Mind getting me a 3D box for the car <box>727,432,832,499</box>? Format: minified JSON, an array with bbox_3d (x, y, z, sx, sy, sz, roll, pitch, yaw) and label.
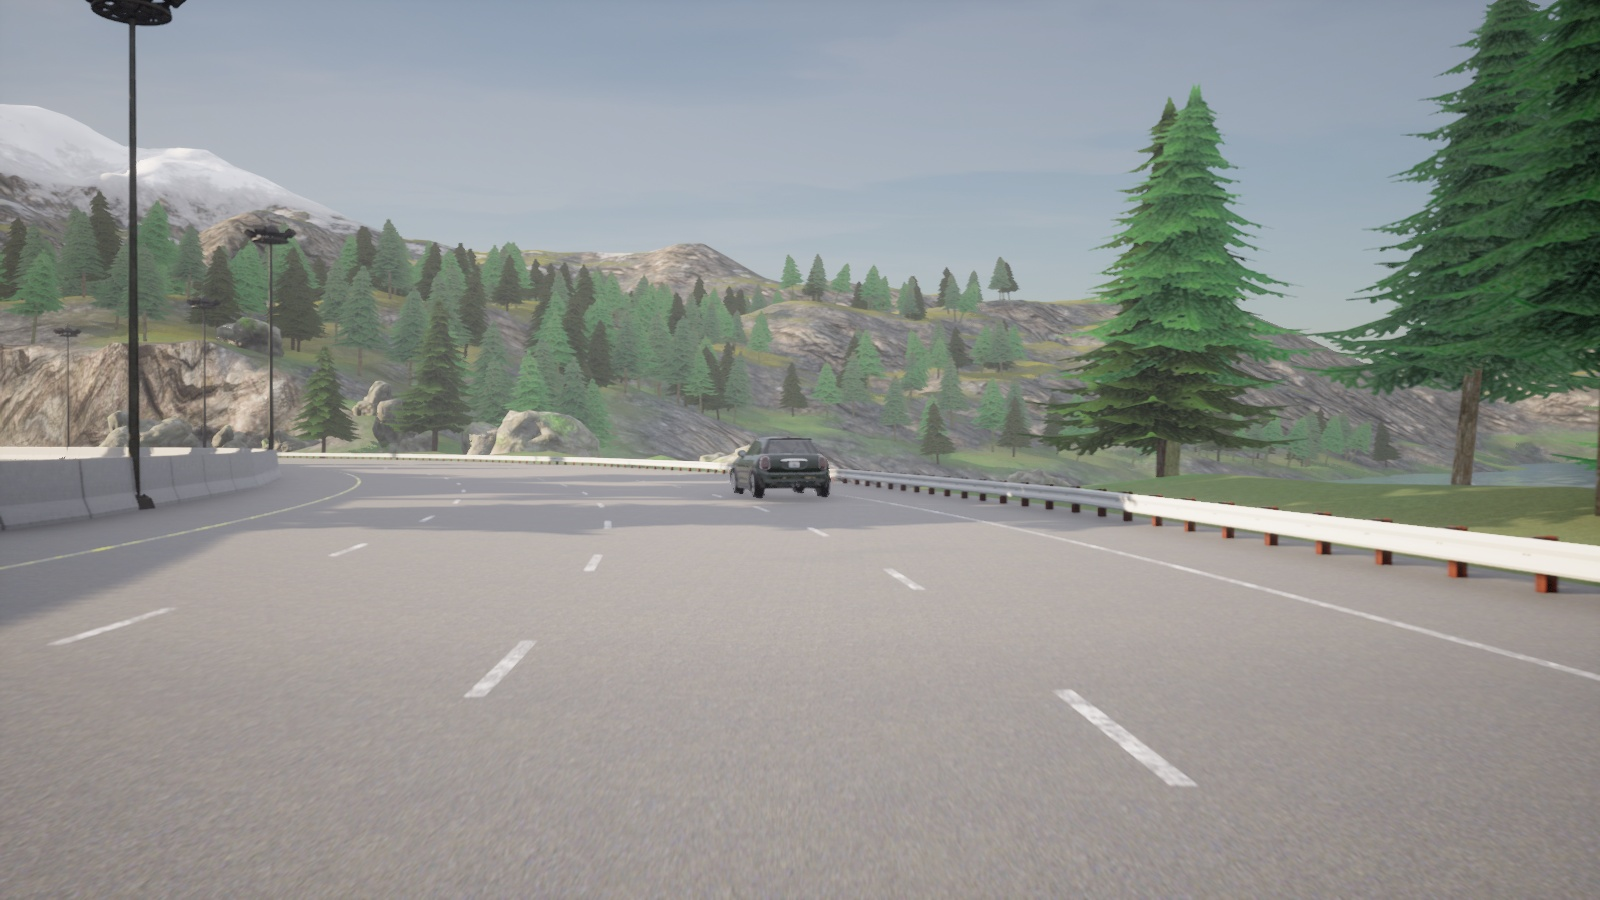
[{"bbox_3d":[-0.666,0.402,35.807,2.097,1.767,4.553,0,0,-13],"label":"car"}]
